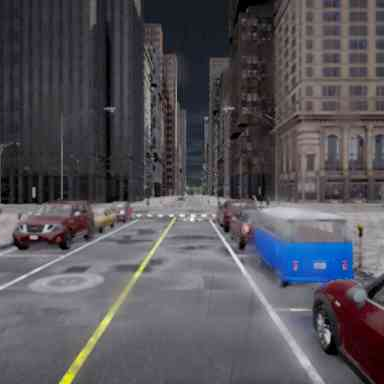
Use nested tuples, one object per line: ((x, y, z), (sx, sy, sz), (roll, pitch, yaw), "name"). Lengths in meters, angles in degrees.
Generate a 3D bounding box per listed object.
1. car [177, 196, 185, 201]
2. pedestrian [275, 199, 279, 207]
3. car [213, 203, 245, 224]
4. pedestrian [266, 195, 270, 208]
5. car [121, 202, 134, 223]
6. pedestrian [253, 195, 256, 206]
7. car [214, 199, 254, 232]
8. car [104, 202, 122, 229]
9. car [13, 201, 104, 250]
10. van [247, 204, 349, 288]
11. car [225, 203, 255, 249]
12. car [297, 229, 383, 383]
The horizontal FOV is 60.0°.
((-2.833, 1.735, 86.641), (2.033, 1.411, 5.357), (0, 0, 0), "car")
((8.134, 1.220, 31.918), (0.375, 1.860, 0.375), (0, 0, 0), "pedestrian")
((2.759, 1.605, 25.839), (2.008, 1.369, 4.403), (0, 0, 0), "car")
((7.134, 1.212, 31.317), (0.375, 1.860, 0.375), (0, 0, 0), "pedestrian")
((-5.767, 1.495, 25.838), (1.967, 1.590, 4.097), (0, 0, 0), "car")
((6.134, 1.214, 32.518), (0.375, 1.860, 0.375), (0, 0, 0), "pedestrian")
((2.758, 1.357, 20.237), (2.192, 1.841, 5.009), (0, 0, 0), "car")
((-5.766, 1.568, 20.065), (1.752, 1.417, 4.829), (0, 0, 0), "car")
((-5.767, 1.346, 14.634), (2.192, 1.841, 5.009), (0, 0, 0), "car")
((2.758, 1.360, 9.034), (1.690, 1.788, 3.998), (0, 0, 0), "van")
((2.759, 1.471, 14.635), (1.967, 1.590, 4.097), (0, 0, 0), "car")
((2.759, 1.447, 3.431), (1.967, 1.590, 4.097), (0, 0, 0), "car")
